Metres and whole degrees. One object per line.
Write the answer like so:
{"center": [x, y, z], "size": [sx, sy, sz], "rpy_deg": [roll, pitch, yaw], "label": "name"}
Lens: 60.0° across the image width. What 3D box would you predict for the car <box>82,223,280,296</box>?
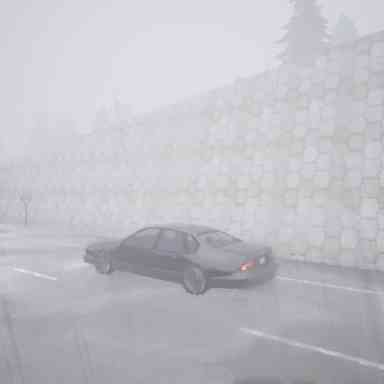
{"center": [-0.523, 1.539, 8.662], "size": [5.357, 1.411, 2.033], "rpy_deg": [0, 0, 35], "label": "car"}
